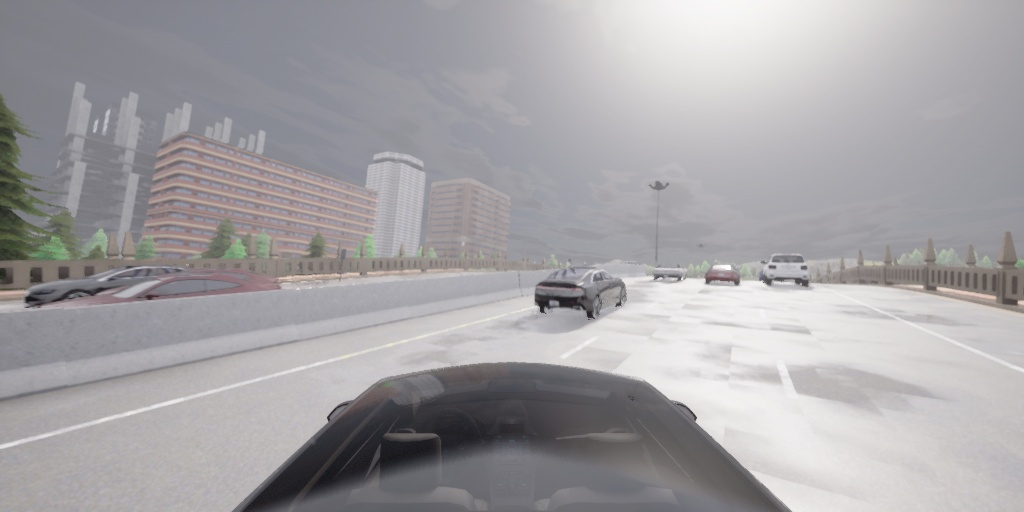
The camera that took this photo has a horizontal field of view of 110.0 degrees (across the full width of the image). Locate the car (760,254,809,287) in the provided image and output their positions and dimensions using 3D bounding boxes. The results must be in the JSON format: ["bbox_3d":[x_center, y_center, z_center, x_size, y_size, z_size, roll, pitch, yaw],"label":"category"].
[{"bbox_3d":[18.302,0.908,24.139,2.150,2.045,5.566,1,-1,33],"label":"car"}]

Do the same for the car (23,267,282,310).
[{"bbox_3d":[-8.314,1.168,8.785,1.812,1.442,4.674,1,1,32],"label":"car"}]

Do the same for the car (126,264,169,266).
[{"bbox_3d":[-13.815,1.065,13.178,2.128,1.511,4.902,1,1,32],"label":"car"}]

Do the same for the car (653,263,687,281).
[{"bbox_3d":[12.333,1.217,27.805,1.895,1.301,4.718,1,-1,32],"label":"car"}]

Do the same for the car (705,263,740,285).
[{"bbox_3d":[14.523,1.187,24.726,1.994,1.385,4.181,1,-1,32],"label":"car"}]

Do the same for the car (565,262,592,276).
[{"bbox_3d":[9.112,1.801,49.007,1.837,1.490,4.892,1,-5,32],"label":"car"}]

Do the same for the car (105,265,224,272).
[{"bbox_3d":[-10.417,1.125,11.999,1.812,1.442,4.674,1,1,32],"label":"car"}]

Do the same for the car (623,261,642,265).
[{"bbox_3d":[15.011,1.663,45.236,2.150,2.045,5.566,1,-5,32],"label":"car"}]

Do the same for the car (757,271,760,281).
[{"bbox_3d":[25.415,1.822,35.323,1.882,1.535,5.008,1,-4,33],"label":"car"}]

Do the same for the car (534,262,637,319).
[{"bbox_3d":[2.522,1.136,12.396,2.128,1.511,4.902,1,1,32],"label":"car"}]
